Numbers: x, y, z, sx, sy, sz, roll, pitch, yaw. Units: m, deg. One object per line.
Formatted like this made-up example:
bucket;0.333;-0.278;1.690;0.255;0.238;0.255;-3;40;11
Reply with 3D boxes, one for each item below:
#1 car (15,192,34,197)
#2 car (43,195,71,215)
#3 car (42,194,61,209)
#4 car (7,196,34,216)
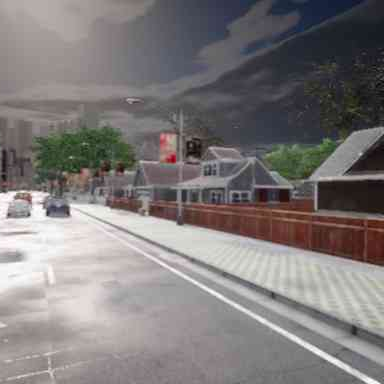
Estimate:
car;-21.246;1.057;41.977;2.150;2.045;5.566;1;0;-25
car;-13.061;1.273;32.284;2.097;1.767;4.553;1;0;-25
car;-18.424;1.230;43.620;2.097;1.767;4.553;1;0;-25
car;-15.858;1.407;30.657;1.812;1.442;4.674;1;0;-25
